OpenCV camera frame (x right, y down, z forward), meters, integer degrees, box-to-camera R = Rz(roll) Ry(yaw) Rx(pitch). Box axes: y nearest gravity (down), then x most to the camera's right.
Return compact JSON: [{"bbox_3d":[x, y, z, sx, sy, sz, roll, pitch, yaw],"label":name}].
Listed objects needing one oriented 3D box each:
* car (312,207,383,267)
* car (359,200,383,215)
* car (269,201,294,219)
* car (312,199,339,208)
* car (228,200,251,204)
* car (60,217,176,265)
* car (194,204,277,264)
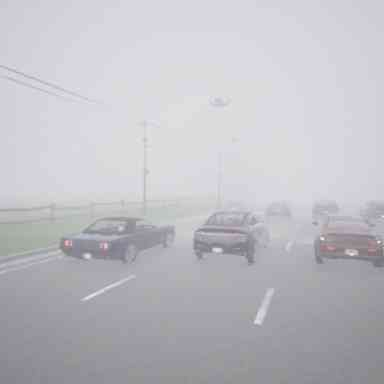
[{"bbox_3d":[5.111,1.465,11.198,1.812,1.442,4.674,0,0,20],"label":"car"},{"bbox_3d":[13.688,1.381,24.614,1.837,1.490,4.892,0,0,20],"label":"car"},{"bbox_3d":[7.319,1.398,27.585,1.994,1.385,4.181,0,0,20],"label":"car"},{"bbox_3d":[10.851,1.328,27.060,1.882,1.535,5.008,0,0,20],"label":"car"},{"bbox_3d":[4.046,1.379,28.830,1.994,1.385,4.181,0,0,20],"label":"car"},{"bbox_3d":[-2.208,1.512,11.547,1.895,1.301,4.718,0,0,20],"label":"car"},{"bbox_3d":[1.551,1.414,11.645,2.128,1.511,4.902,0,0,20],"label":"car"}]
